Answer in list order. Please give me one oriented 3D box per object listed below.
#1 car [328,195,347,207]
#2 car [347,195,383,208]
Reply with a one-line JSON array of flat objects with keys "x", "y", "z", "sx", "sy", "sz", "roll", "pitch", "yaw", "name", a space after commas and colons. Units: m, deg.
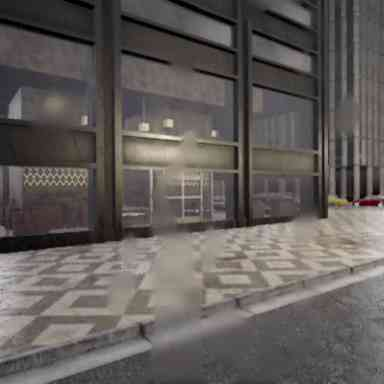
[{"x": 17.813, "y": 1.131, "z": 43.642, "sx": 1.752, "sy": 1.417, "sz": 4.829, "roll": -1, "pitch": 0, "yaw": -36, "name": "car"}, {"x": 21.191, "y": 1.093, "z": 38.934, "sx": 1.887, "sy": 1.381, "sz": 4.507, "roll": -1, "pitch": 0, "yaw": -36, "name": "car"}]
